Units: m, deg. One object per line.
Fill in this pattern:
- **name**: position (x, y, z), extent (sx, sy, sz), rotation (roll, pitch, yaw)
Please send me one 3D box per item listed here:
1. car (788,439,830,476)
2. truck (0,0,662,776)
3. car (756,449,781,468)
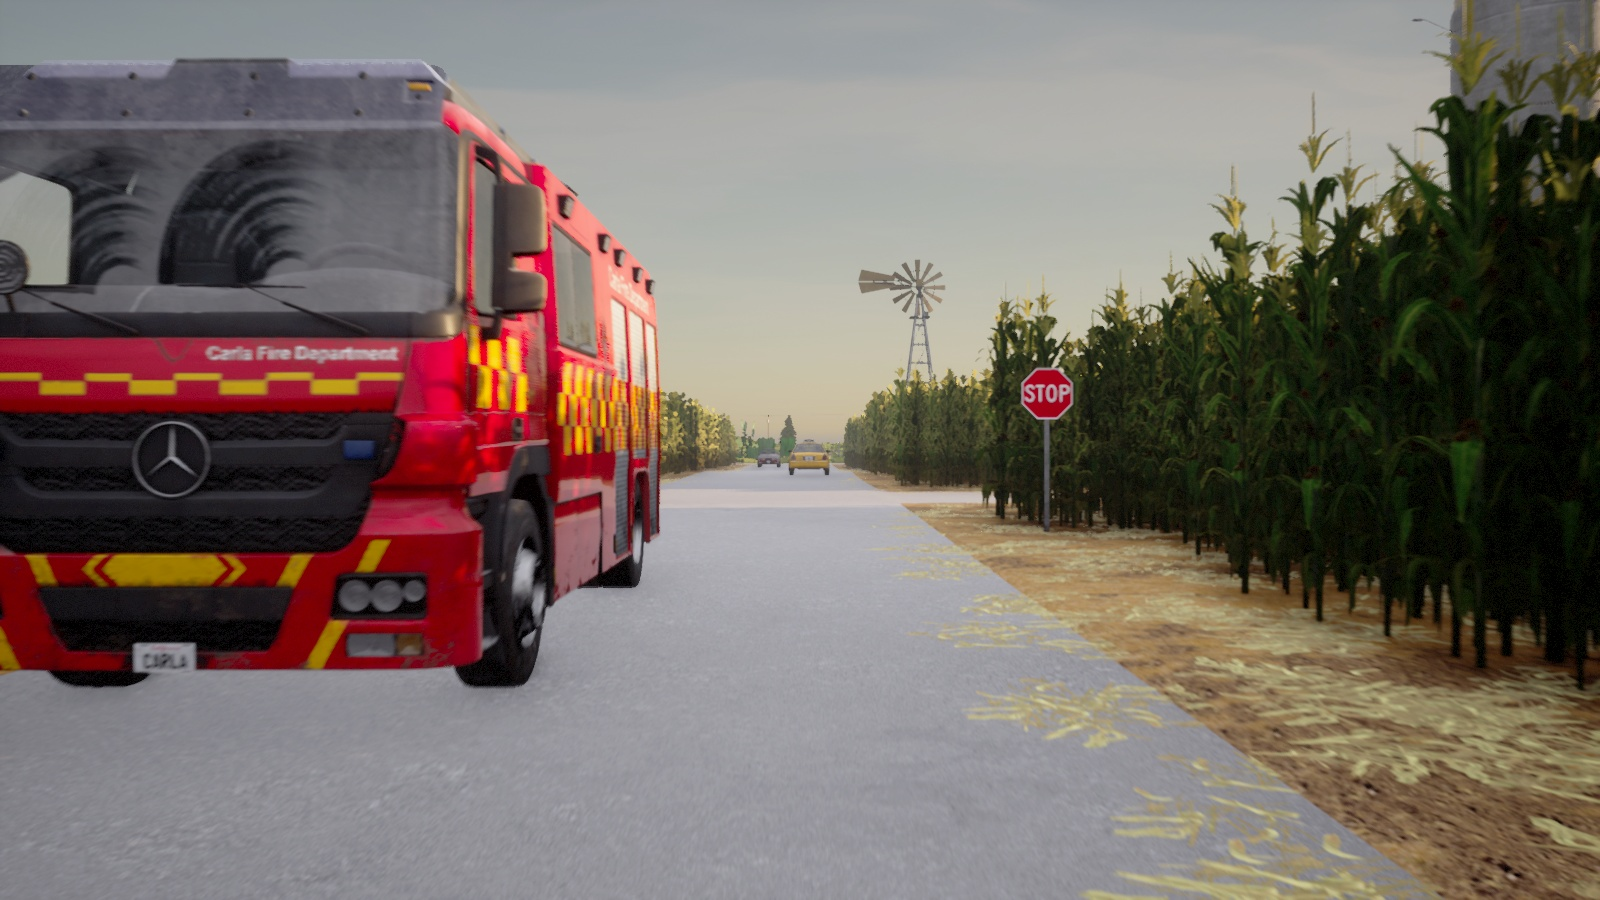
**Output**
- **car**: position (0.404, 0.294, 56.748), extent (1.801, 1.575, 5.366), rotation (0, 1, 0)
- **truck**: position (-3.017, -0.499, 9.837), extent (2.891, 3.827, 8.468), rotation (0, 1, 0)
- **car**: position (-2.417, 0.625, 97.554), extent (1.816, 1.474, 4.193), rotation (0, 0, 0)
